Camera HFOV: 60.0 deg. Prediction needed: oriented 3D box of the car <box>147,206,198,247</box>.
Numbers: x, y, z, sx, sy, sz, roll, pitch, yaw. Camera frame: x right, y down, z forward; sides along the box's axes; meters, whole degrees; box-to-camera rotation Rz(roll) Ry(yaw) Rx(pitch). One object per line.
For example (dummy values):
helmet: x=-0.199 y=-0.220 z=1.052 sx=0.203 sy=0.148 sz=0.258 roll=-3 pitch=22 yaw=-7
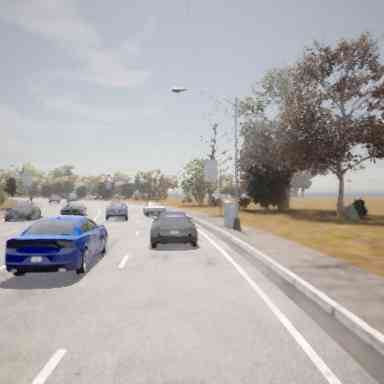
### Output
car: x=-0.882 y=1.567 z=15.167 sx=1.994 sy=1.385 sz=4.181 roll=0 pitch=0 yaw=-6

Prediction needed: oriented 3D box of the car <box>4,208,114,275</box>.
car: x=-3.950 y=1.486 z=10.554 sx=1.882 sy=1.535 sz=5.008 roll=0 pitch=0 yaw=-4

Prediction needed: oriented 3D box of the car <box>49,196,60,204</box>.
car: x=-27.061 y=1.507 z=65.598 sx=1.812 sy=1.442 sz=4.674 roll=0 pitch=0 yaw=-27

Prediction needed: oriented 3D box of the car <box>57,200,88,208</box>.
car: x=-10.419 y=1.617 z=29.519 sx=1.895 sy=1.301 sz=4.718 roll=0 pitch=0 yaw=-12

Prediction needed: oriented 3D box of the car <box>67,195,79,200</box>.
car: x=-24.218 y=1.444 z=67.696 sx=1.882 sy=1.535 sz=5.008 roll=0 pitch=0 yaw=-27

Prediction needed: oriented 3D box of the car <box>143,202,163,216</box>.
car: x=-3.819 y=1.610 z=32.966 sx=1.895 sy=1.301 sz=4.718 roll=0 pitch=0 yaw=-13

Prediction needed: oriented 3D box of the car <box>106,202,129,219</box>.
car: x=-6.446 y=1.559 z=28.653 sx=2.033 sy=1.411 sz=5.357 roll=0 pitch=0 yaw=-12

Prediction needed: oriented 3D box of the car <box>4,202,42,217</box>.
car: x=-13.445 y=1.546 z=26.771 sx=1.812 sy=1.442 sz=4.674 roll=0 pitch=0 yaw=-11
